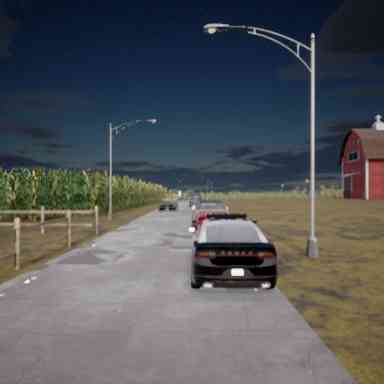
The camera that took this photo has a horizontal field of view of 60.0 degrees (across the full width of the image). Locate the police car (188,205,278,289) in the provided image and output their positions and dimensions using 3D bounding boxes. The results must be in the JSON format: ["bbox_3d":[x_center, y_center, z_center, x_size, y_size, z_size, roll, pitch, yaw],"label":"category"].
[{"bbox_3d":[0.932,1.370,9.150,1.930,1.638,5.238,0,0,1],"label":"police car"}]

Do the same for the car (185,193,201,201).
[{"bbox_3d":[0.561,1.298,46.484,2.128,1.511,4.902,0,0,1],"label":"car"}]

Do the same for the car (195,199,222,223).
[{"bbox_3d":[1.120,1.365,25.044,1.837,1.490,4.892,0,0,1],"label":"car"}]

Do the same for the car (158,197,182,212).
[{"bbox_3d":[-2.435,1.413,35.189,1.895,1.301,4.718,0,0,1],"label":"car"}]

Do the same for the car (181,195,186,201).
[{"bbox_3d":[-1.851,1.464,75.936,1.994,1.385,4.181,0,0,1],"label":"car"}]

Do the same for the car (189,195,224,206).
[{"bbox_3d":[1.048,1.242,19.011,2.097,1.767,4.553,0,0,1],"label":"car"}]
